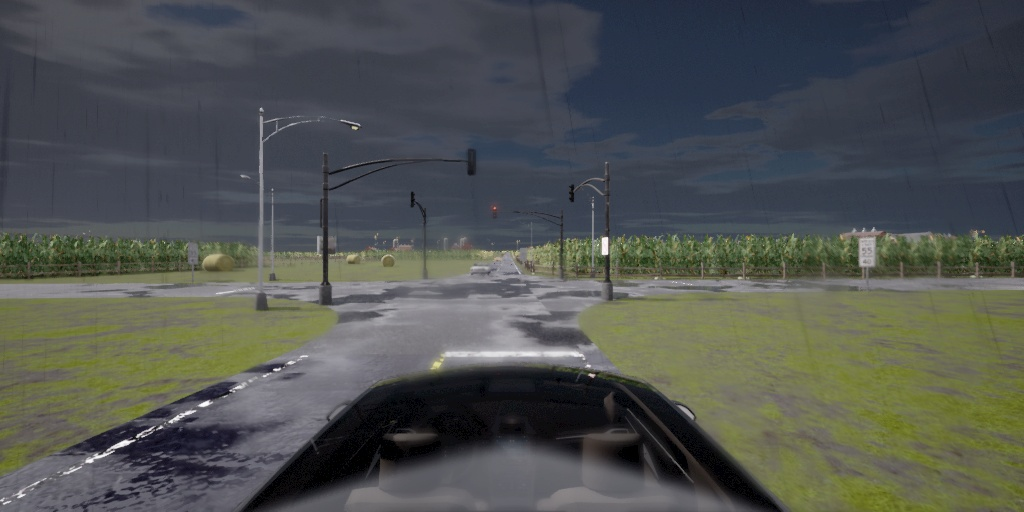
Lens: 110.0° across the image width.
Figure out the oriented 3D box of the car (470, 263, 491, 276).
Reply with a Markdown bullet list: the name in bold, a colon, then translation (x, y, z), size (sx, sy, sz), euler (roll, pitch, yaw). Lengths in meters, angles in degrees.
- **car**: translation (-3.180, 1.341, 36.738), size (1.895, 1.301, 4.718), euler (0, 0, -1)
